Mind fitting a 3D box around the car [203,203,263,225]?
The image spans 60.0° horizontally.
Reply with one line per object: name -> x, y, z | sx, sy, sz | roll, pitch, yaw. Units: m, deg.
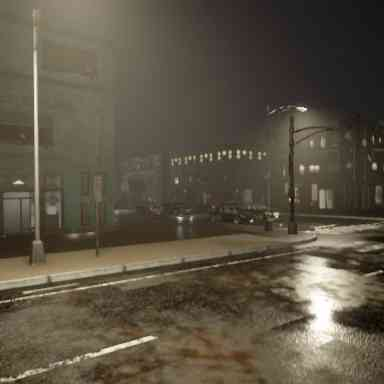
car -> 3.140, 1.796, 26.330 | 1.947, 1.339, 4.313 | -2, 0, -35

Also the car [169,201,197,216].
car -> -1.939, 1.848, 38.153 | 1.837, 1.490, 4.892 | -1, 0, -36

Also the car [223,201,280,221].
car -> 5.199, 1.694, 28.111 | 2.128, 1.511, 4.902 | -1, 0, -37

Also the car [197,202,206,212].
car -> 2.014, 1.877, 42.567 | 1.802, 1.307, 4.206 | -2, 0, -35

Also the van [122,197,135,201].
van -> -10.834, 1.880, 60.602 | 1.690, 1.788, 3.998 | -2, 0, -35

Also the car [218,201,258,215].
car -> 5.224, 1.783, 38.058 | 2.008, 1.369, 4.403 | -2, 0, -35

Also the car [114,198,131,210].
car -> -11.812, 2.059, 52.117 | 1.812, 1.442, 4.674 | -1, 0, -35

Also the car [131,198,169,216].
car -> -4.814, 1.828, 37.704 | 1.967, 1.590, 4.097 | -2, 0, -35

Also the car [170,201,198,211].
car -> -1.195, 1.939, 47.076 | 1.802, 1.307, 4.206 | -2, 0, -35
